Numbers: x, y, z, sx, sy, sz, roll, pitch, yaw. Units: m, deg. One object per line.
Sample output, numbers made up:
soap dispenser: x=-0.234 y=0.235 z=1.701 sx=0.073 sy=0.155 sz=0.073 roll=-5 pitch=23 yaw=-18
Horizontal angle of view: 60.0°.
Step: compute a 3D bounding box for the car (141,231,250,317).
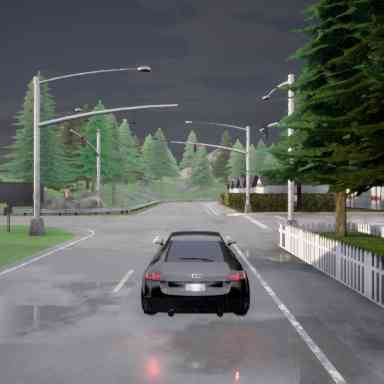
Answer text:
car: x=0.077 y=1.564 z=7.565 sx=1.994 sy=1.385 sz=4.181 roll=0 pitch=0 yaw=1
